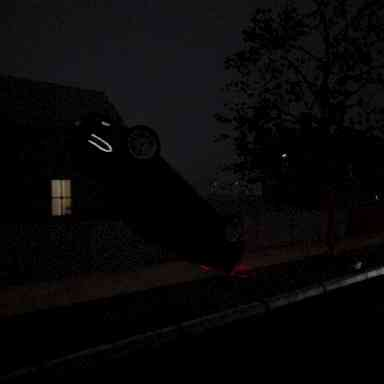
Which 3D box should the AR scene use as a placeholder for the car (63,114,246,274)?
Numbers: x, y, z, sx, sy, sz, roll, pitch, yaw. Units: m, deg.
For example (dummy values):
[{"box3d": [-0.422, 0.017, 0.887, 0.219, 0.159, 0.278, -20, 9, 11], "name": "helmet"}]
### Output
[{"box3d": [-0.732, 0.382, 7.417, 1.882, 1.535, 5.008, 10, -27, 50], "name": "car"}]
